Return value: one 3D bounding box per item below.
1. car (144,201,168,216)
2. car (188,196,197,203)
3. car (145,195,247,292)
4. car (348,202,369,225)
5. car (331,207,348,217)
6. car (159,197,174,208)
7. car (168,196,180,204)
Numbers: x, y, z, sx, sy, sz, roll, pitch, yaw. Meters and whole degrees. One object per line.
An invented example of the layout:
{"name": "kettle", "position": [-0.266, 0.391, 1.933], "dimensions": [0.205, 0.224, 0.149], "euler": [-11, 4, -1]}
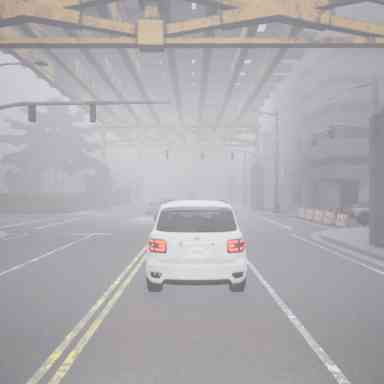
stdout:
{"name": "car", "position": [-3.575, 1.601, 33.488], "dimensions": [1.895, 1.301, 4.718], "euler": [0, 0, 0]}
{"name": "car", "position": [0.147, 1.526, 68.196], "dimensions": [1.812, 1.442, 4.674], "euler": [0, 0, 0]}
{"name": "car", "position": [0.085, 1.221, 9.075], "dimensions": [2.150, 2.045, 5.566], "euler": [0, 0, 0]}
{"name": "car", "position": [13.277, 1.453, 22.120], "dimensions": [4.974, 1.542, 2.038], "euler": [0, 0, -20]}
{"name": "car", "position": [13.653, 1.295, 26.257], "dimensions": [4.536, 1.218, 1.853], "euler": [0, 0, 25]}
{"name": "car", "position": [-3.562, 1.526, 47.697], "dimensions": [1.812, 1.442, 4.674], "euler": [0, 0, 1]}
{"name": "car", "position": [-3.458, 1.572, 63.630], "dimensions": [1.994, 1.385, 4.181], "euler": [0, 0, 0]}
